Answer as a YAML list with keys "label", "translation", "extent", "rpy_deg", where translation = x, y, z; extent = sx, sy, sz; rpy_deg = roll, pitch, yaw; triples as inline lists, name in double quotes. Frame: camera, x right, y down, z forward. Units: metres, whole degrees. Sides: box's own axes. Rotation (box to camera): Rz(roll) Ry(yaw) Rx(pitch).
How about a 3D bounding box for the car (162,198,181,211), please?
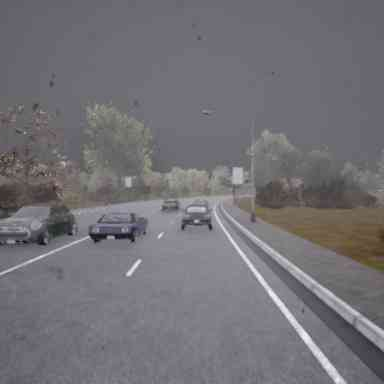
- label: "car"
  translation: [-2.415, 1.469, 40.116]
  extent: [2.128, 1.511, 4.902]
  rpy_deg: [0, 0, 3]

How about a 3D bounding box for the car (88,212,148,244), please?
- label: "car"
  translation: [-3.290, 1.590, 15.848]
  extent: [1.895, 1.301, 4.718]
  rpy_deg: [0, 0, 1]

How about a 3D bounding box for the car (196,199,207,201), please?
- label: "car"
  translation: [1.191, 1.543, 41.723]
  extent: [1.994, 1.385, 4.181]
  rpy_deg: [0, 0, 4]

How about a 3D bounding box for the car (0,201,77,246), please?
- label: "car"
  translation: [-6.980, 1.339, 15.158]
  extent: [2.097, 1.767, 4.553]
  rpy_deg: [0, 0, 1]

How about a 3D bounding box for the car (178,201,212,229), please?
- label: "car"
  translation: [0.326, 1.515, 21.424]
  extent: [1.812, 1.442, 4.674]
  rpy_deg: [0, 0, 1]
